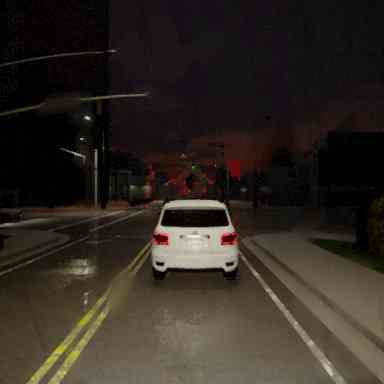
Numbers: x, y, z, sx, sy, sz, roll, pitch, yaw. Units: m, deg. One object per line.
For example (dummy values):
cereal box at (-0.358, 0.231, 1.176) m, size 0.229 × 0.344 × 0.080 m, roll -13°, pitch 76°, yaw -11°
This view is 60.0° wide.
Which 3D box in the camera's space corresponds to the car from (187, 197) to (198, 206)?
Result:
car at (0.132, 1.674, 59.878) m, size 1.994 × 1.385 × 4.181 m, roll 0°, pitch 0°, yaw 0°

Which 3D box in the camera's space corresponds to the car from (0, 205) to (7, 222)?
car at (-16.792, 1.701, 23.920) m, size 5.357 × 1.411 × 2.033 m, roll -1°, pitch 0°, yaw -3°

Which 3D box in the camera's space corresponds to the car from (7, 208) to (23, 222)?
car at (-16.458, 1.685, 27.442) m, size 4.674 × 1.442 × 1.812 m, roll -1°, pitch 0°, yaw 0°

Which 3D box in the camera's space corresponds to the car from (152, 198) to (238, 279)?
car at (0.086, 1.243, 10.223) m, size 2.150 × 2.045 × 5.566 m, roll 0°, pitch 0°, yaw 0°

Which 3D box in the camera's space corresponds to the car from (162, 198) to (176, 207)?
car at (-3.555, 1.661, 52.863) m, size 1.994 × 1.385 × 4.181 m, roll 0°, pitch 0°, yaw 0°
